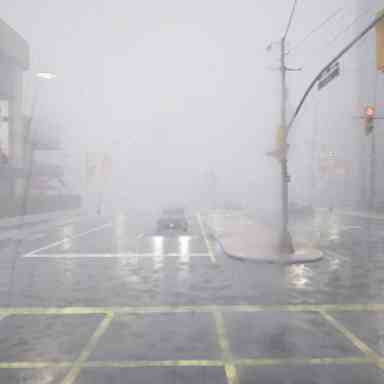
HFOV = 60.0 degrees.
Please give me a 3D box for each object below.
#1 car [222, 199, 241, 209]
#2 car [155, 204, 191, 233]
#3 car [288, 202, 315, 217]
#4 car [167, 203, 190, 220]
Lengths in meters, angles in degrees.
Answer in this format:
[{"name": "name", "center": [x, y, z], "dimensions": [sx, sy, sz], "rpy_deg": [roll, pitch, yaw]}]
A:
[{"name": "car", "center": [5.851, 1.771, 49.773], "dimensions": [2.128, 1.511, 4.902], "rpy_deg": [0, 0, -12]}, {"name": "car", "center": [-1.149, 1.657, 21.160], "dimensions": [1.837, 1.490, 4.892], "rpy_deg": [0, 0, 0]}, {"name": "car", "center": [10.452, 1.652, 32.303], "dimensions": [1.812, 1.442, 4.674], "rpy_deg": [0, 0, 0]}, {"name": "car", "center": [-1.170, 1.783, 31.246], "dimensions": [1.994, 1.385, 4.181], "rpy_deg": [0, 0, 0]}]
